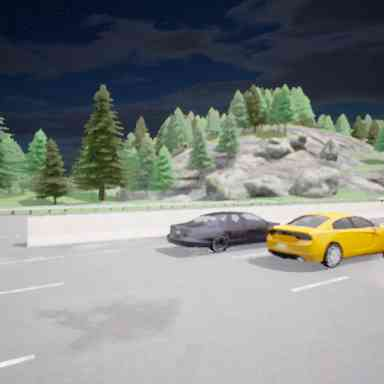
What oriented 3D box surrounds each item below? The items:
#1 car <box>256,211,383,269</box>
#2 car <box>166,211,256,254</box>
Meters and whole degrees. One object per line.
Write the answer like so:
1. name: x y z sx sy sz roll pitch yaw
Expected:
1. car: 4.719 1.371 10.833 5.008 1.535 1.882 -1 1 -30
2. car: 1.666 1.451 13.102 5.357 1.411 2.033 -1 0 -31
